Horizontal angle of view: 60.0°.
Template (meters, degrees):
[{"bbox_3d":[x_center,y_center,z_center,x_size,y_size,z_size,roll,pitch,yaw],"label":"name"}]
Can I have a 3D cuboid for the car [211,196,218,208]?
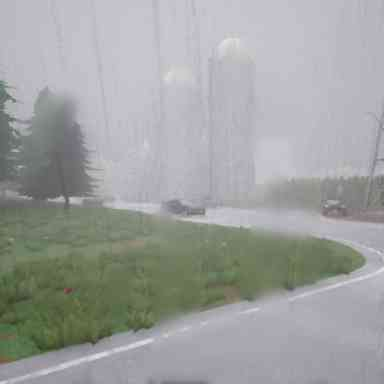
[{"bbox_3d":[1.314,1.283,42.380,3.988,1.617,1.851,0,0,-36],"label":"car"}]

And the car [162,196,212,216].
[{"bbox_3d":[-0.757,1.300,28.514,1.882,1.535,5.008,0,0,-35],"label":"car"}]

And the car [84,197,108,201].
[{"bbox_3d":[-14.235,1.424,47.910,1.895,1.301,4.718,0,0,-34],"label":"car"}]

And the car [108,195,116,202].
[{"bbox_3d":[-17.998,1.352,69.154,4.181,1.381,1.994,0,0,-36],"label":"car"}]

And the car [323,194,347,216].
[{"bbox_3d":[12.897,1.152,29.924,1.905,1.878,3.866,0,0,24],"label":"car"}]
